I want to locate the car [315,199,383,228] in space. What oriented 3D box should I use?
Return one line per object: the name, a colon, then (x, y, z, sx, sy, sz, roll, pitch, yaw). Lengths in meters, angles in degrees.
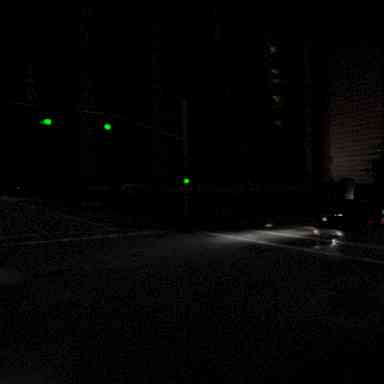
car: (9.351, 1.200, 19.623, 4.902, 1.511, 2.128, -1, 1, -32)
